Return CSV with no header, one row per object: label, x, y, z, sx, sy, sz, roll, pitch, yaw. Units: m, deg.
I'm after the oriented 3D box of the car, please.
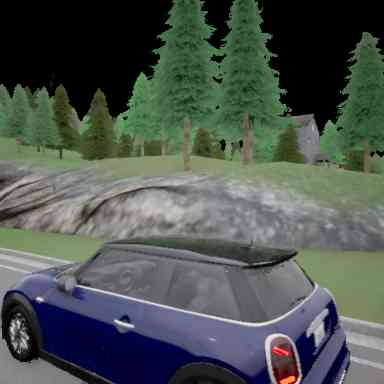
car,-0.523,1.353,4.366,4.553,1.767,2.097,0,0,35
